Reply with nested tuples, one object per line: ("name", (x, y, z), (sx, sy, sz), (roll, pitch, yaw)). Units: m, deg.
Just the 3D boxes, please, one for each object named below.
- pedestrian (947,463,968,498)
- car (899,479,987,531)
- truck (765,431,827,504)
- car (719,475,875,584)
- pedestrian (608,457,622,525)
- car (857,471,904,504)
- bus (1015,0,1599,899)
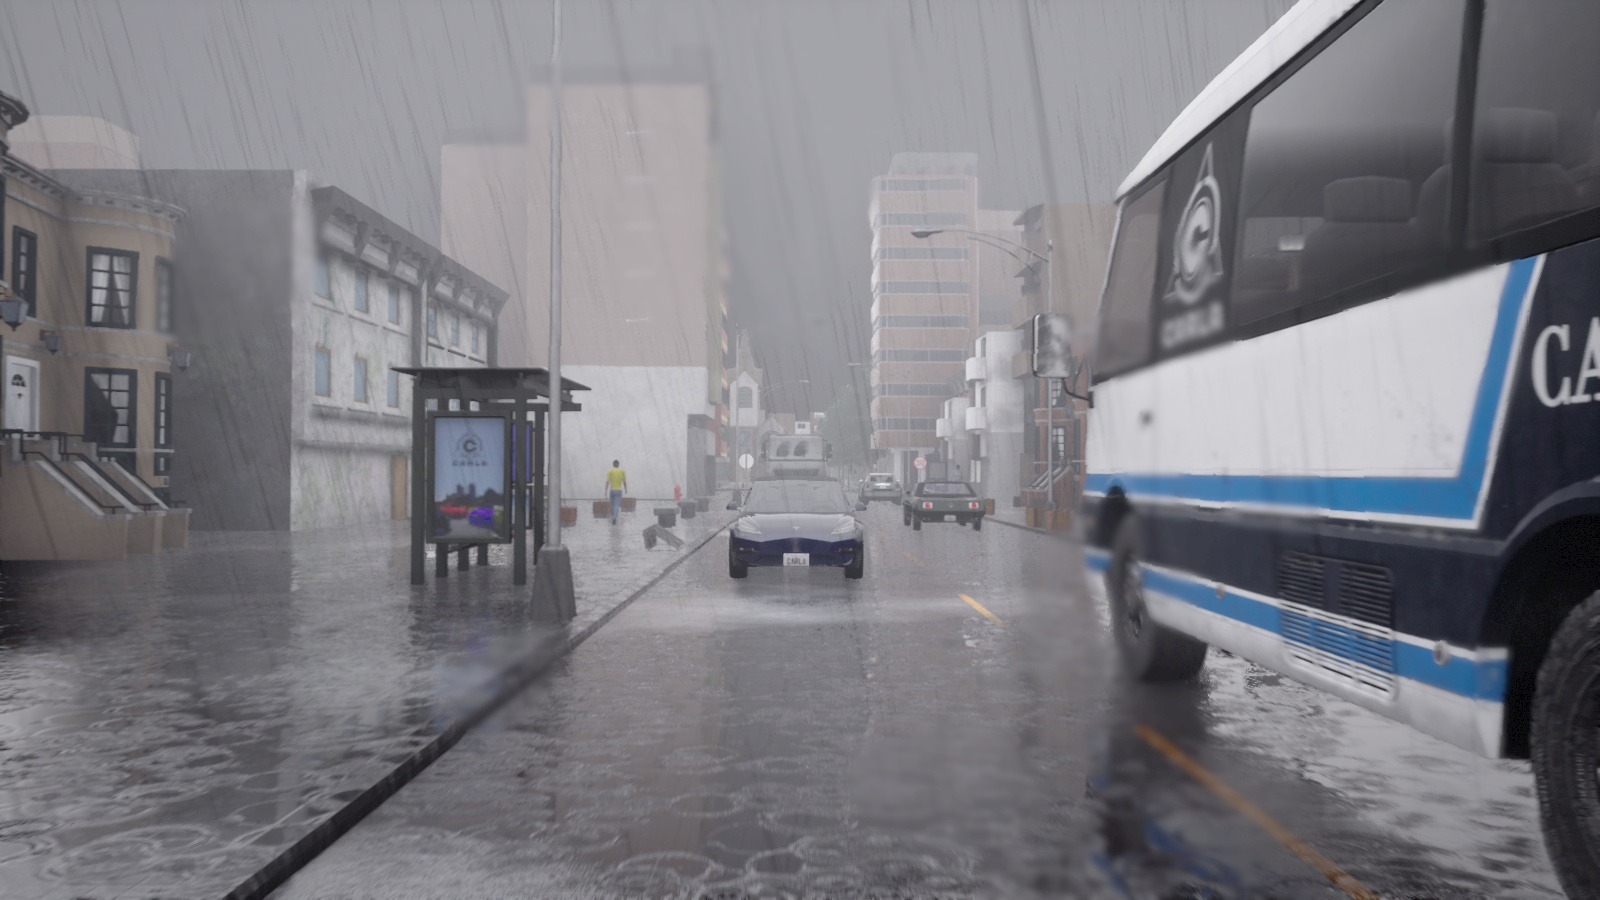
("pedestrian", (8.224, 1.588, 65.585), (0.874, 1.855, 0.900), (0, -1, -10))
("car", (3.918, 1.486, 35.034), (1.895, 1.301, 4.718), (0, -1, 0))
("truck", (-0.189, 0.888, 62.994), (2.891, 3.462, 7.936), (0, -1, 0))
("car", (-0.047, 1.147, 19.837), (2.163, 1.488, 4.792), (0, -1, 0))
("pedestrian", (-5.062, 1.120, 34.368), (0.354, 1.836, 0.706), (0, -1, -5))
("car", (3.827, 1.770, 60.079), (1.970, 1.475, 3.806), (0, -1, 0))
("bus", (3.982, -0.469, 6.525), (3.944, 4.253, 10.273), (0, -1, 0))
